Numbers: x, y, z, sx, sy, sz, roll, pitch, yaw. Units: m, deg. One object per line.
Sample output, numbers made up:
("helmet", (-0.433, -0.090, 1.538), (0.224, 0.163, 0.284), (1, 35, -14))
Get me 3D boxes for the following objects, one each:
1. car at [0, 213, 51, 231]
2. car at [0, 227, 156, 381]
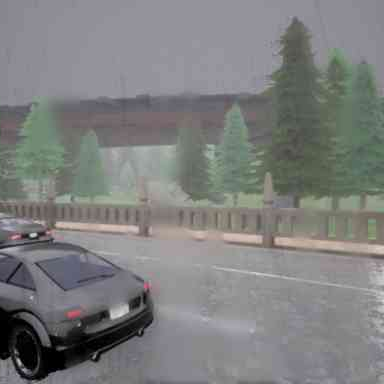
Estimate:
("car", (-7.567, 1.501, 12.398), (5.357, 1.411, 2.033), (0, 0, 28))
("car", (-2.651, 1.542, 5.452), (4.181, 1.385, 1.994), (0, 0, 32))
